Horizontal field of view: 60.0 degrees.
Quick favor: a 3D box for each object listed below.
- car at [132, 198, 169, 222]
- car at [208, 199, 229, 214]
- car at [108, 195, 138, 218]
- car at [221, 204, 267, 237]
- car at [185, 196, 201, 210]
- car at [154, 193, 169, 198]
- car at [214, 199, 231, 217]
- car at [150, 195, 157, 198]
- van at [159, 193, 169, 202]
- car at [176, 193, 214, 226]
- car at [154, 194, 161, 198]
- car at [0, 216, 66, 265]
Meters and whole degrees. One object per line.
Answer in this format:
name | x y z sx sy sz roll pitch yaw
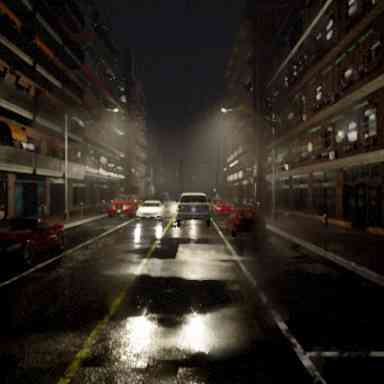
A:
car | -3.016 1.394 25.187 1.812 1.442 4.674 0 0 0
car | 2.685 1.408 34.116 1.802 1.307 4.206 0 0 0
car | -5.693 1.168 28.424 2.192 1.841 5.009 0 0 0
car | 2.689 1.491 17.045 1.802 1.307 4.206 0 0 0
car | 0.091 1.300 41.509 1.837 1.490 4.892 0 0 0
car | -5.701 1.055 56.874 2.192 1.841 5.009 0 0 0
car | 2.687 1.434 28.426 1.802 1.307 4.206 0 0 0
car | -5.697 1.367 39.806 1.947 1.339 4.313 0 0 0
van | -5.703 1.044 68.256 1.690 1.788 3.998 0 0 0
car | 0.097 1.102 22.519 2.150 2.045 5.566 0 0 0
car | -5.698 1.361 45.495 1.802 1.307 4.206 0 0 0
car | -5.690 1.521 11.356 1.802 1.307 4.206 0 0 0
